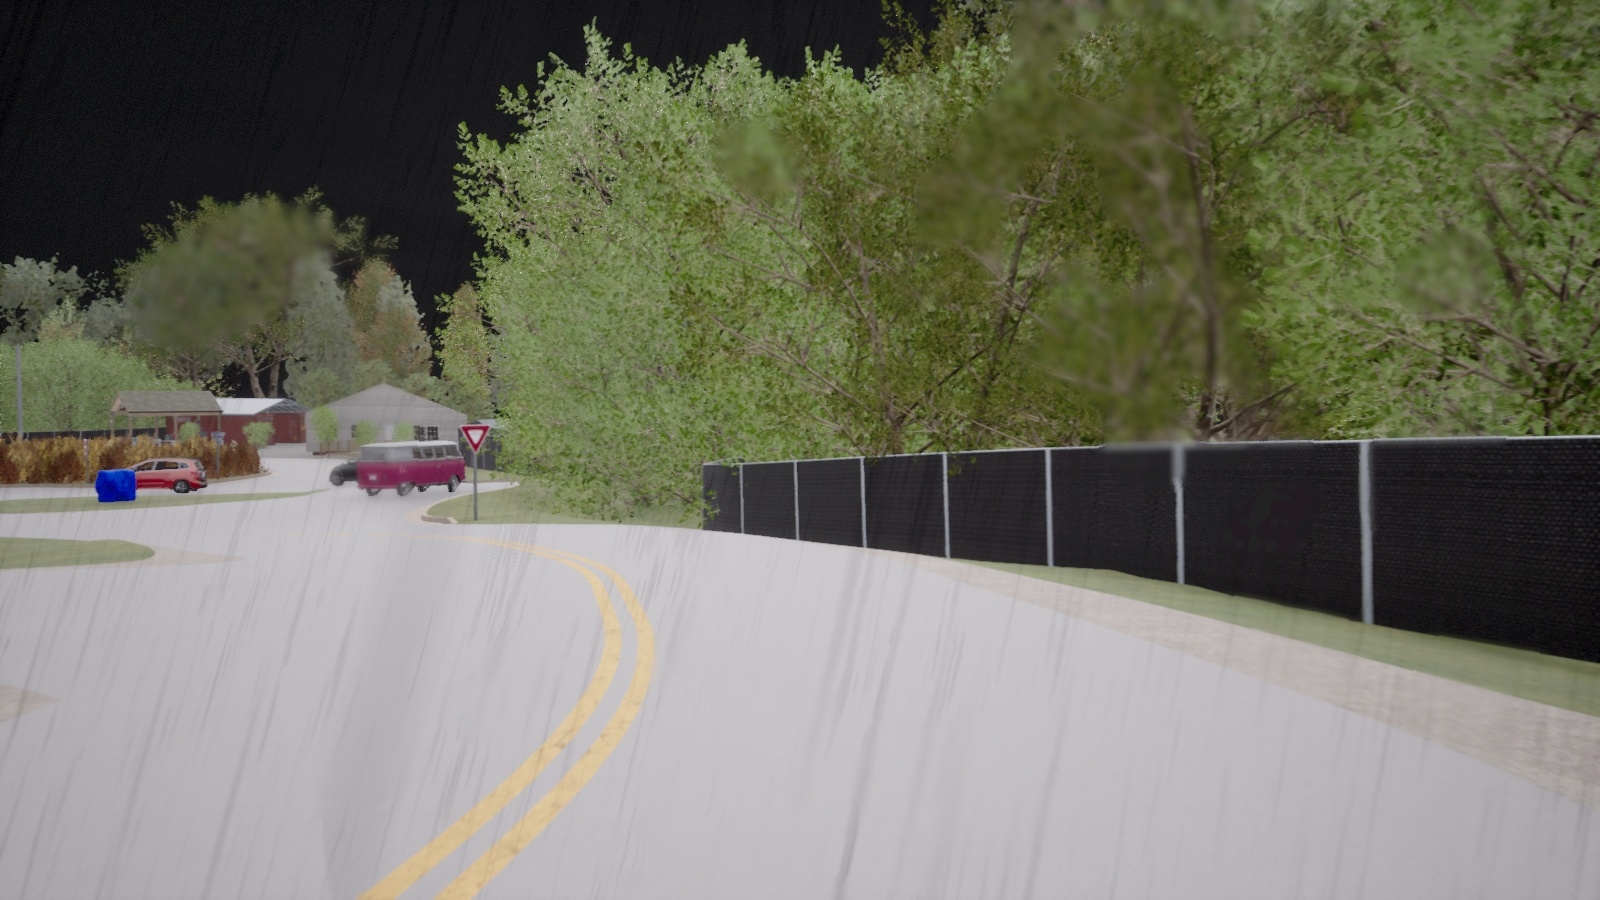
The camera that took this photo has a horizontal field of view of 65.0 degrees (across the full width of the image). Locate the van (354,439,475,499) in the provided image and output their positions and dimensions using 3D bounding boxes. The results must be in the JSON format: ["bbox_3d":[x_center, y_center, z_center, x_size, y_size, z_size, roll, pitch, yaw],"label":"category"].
[{"bbox_3d":[-14.360,0.663,47.046,1.775,1.987,4.442,0,2,25],"label":"van"}]

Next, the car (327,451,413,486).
[{"bbox_3d":[-21.321,0.928,62.196,3.988,1.617,1.851,-1,1,31],"label":"car"}]

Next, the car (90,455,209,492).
[{"bbox_3d":[-30.672,1.097,59.402,4.611,1.667,2.242,0,1,-14],"label":"car"}]
